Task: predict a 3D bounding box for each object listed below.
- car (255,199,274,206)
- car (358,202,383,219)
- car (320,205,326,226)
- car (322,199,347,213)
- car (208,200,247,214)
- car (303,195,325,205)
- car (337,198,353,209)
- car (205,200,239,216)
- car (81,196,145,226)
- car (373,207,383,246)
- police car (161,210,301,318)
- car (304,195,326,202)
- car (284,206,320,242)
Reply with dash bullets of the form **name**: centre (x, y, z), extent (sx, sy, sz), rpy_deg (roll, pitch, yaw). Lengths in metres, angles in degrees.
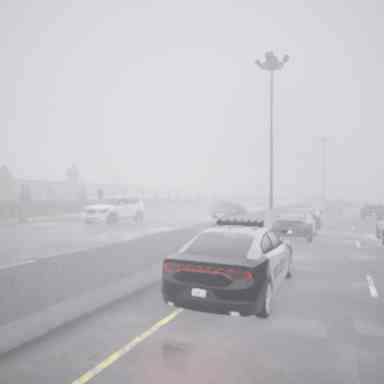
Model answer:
- **car**: centre (13.238, 1.897, 60.671), extent (1.895, 1.301, 4.718), rpy_deg (0, 0, 36)
- **car**: centre (16.625, 1.680, 30.774), extent (1.837, 1.490, 4.892), rpy_deg (0, -1, 24)
- **car**: centre (7.698, 1.637, 22.289), extent (1.812, 1.442, 4.674), rpy_deg (0, 0, 24)
- **car**: centre (17.478, 1.817, 40.816), extent (1.895, 1.301, 4.718), rpy_deg (0, 0, 29)
- **car**: centre (3.077, 1.602, 26.740), extent (2.128, 1.511, 4.902), rpy_deg (0, 0, 24)
- **car**: centre (25.826, 1.595, 70.254), extent (2.150, 2.045, 5.566), rpy_deg (0, 0, 44)
- **car**: centre (22.937, 1.618, 50.271), extent (2.097, 1.767, 4.553), rpy_deg (0, 0, 35)
- **car**: centre (3.326, 1.637, 35.722), extent (2.128, 1.511, 4.902), rpy_deg (0, 0, 25)
- **car**: centre (-5.612, 1.291, 24.511), extent (2.150, 2.045, 5.566), rpy_deg (0, 0, 24)
- **car**: centre (9.543, 1.616, 15.061), extent (1.812, 1.442, 4.674), rpy_deg (0, 0, 24)
- **police car**: centre (1.174, 1.456, 7.800), extent (1.930, 1.638, 5.238), rpy_deg (0, 0, 24)
- **car**: centre (23.306, 1.547, 62.268), extent (2.150, 2.045, 5.566), rpy_deg (0, -1, 40)
- **car**: centre (5.234, 1.607, 16.818), extent (1.812, 1.442, 4.674), rpy_deg (0, 0, 24)
